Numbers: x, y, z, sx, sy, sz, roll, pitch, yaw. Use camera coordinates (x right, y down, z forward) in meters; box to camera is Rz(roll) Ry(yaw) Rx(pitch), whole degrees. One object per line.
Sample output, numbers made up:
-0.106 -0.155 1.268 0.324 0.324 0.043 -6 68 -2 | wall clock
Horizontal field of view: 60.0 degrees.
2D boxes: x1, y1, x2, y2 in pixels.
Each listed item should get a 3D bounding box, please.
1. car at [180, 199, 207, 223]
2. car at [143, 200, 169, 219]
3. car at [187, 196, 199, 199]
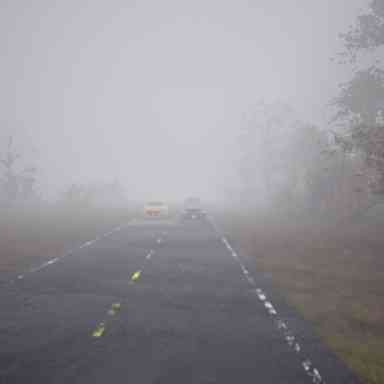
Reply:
0.104 1.497 24.760 1.812 1.442 4.674 0 0 0 | car
-3.089 1.444 28.924 1.882 1.535 5.008 0 0 0 | car
0.108 1.303 41.216 2.097 1.767 4.553 0 0 0 | car
